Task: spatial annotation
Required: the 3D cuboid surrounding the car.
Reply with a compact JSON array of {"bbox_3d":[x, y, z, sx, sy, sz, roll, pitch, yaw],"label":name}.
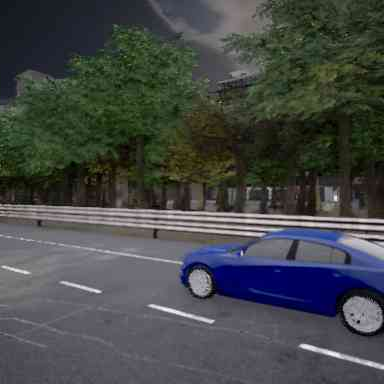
[{"bbox_3d":[2.013,1.498,6.730,5.008,1.535,1.882,0,0,35],"label":"car"}]
